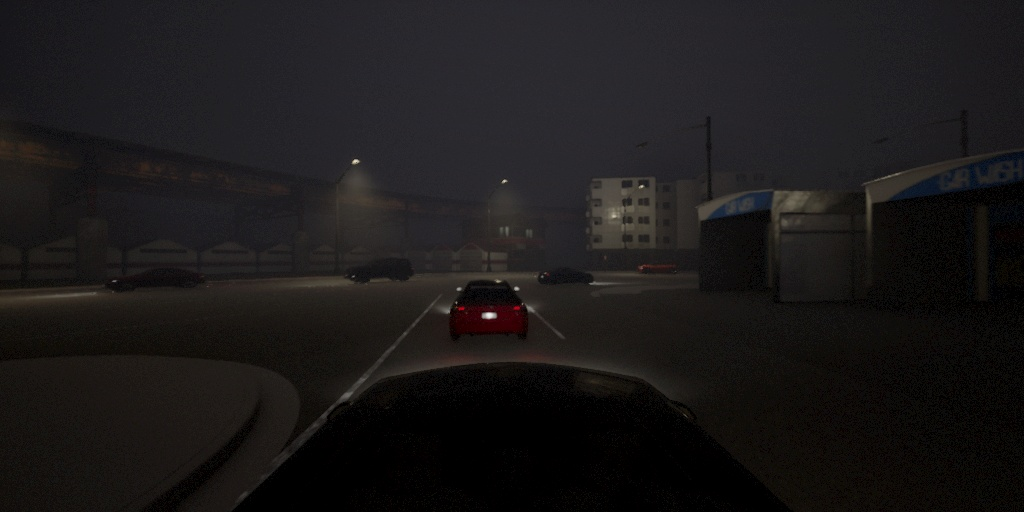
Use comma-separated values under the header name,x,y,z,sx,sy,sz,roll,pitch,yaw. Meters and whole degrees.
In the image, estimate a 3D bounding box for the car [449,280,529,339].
name,x,y,z,sx,sy,sz,roll,pitch,yaw
car,-0.682,1.375,10.345,1.994,1.385,4.181,0,0,-4

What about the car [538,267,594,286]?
name,x,y,z,sx,sy,sz,roll,pitch,yaw
car,4.078,1.483,27.044,4.181,1.385,1.994,0,-1,-24

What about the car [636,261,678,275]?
name,x,y,z,sx,sy,sz,roll,pitch,yaw
car,17.361,1.359,43.216,4.553,1.767,2.097,0,0,2

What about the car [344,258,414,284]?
name,x,y,z,sx,sy,sz,roll,pitch,yaw
car,-11.081,1.194,30.280,5.566,2.045,2.150,0,-2,-41

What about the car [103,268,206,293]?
name,x,y,z,sx,sy,sz,roll,pitch,yaw
car,-22.566,1.467,22.871,1.812,1.442,4.674,-1,-1,33
